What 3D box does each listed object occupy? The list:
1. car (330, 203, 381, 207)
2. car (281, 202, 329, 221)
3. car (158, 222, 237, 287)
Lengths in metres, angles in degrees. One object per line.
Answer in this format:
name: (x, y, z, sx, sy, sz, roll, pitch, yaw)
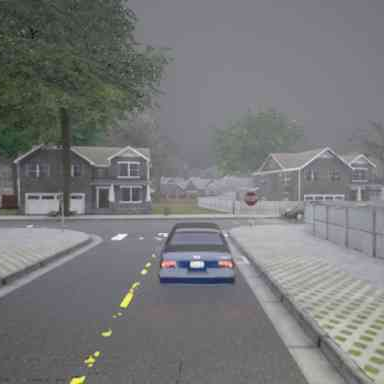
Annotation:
car: (13.659, 1.609, 25.740, 5.008, 1.535, 1.882, 0, 0, -13)
car: (9.905, 1.622, 27.961, 4.892, 1.490, 1.837, 0, 0, -12)
car: (0.113, 1.574, 9.494, 2.033, 1.411, 5.357, 0, 0, 0)
